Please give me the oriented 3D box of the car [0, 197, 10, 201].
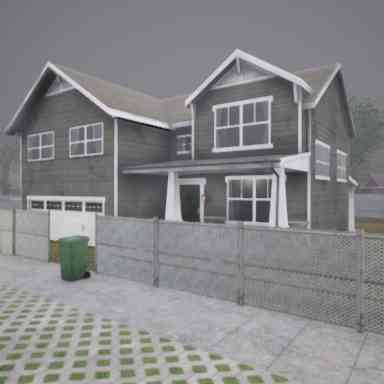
[{"bbox_3d":[-23.367,1.404,38.844,2.097,1.767,4.553,0,0,21],"label":"car"}]
